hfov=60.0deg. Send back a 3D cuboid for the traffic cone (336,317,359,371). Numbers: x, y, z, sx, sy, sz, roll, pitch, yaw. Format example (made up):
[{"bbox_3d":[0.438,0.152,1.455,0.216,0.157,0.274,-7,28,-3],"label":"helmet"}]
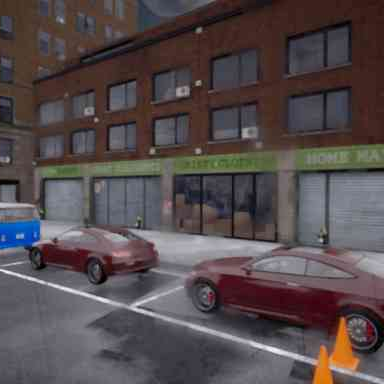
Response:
[{"bbox_3d":[1.992,1.952,4.394,0.340,0.580,0.340,0,0,36],"label":"traffic cone"}]

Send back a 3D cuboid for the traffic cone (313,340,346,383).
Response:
[{"bbox_3d":[1.410,1.952,3.581,0.340,0.580,0.340,0,0,36],"label":"traffic cone"}]

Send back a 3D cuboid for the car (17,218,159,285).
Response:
[{"bbox_3d":[-2.791,1.548,9.202,4.206,1.307,1.802,0,0,36],"label":"car"}]

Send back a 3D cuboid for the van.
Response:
[{"bbox_3d":[-7.395,1.281,12.492,3.998,1.788,1.690,0,0,36],"label":"van"}]

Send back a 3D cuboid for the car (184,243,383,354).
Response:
[{"bbox_3d":[1.815,1.574,5.910,4.206,1.307,1.802,0,0,36],"label":"car"}]
